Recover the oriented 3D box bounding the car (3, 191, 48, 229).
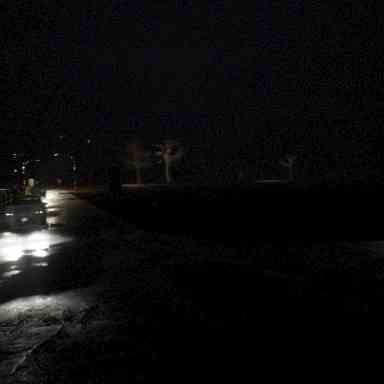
[{"bbox_3d":[-8.879,0.965,17.889,2.128,1.511,4.902,-4,3,-24],"label":"car"}]

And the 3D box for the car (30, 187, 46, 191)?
[{"bbox_3d":[-20.796,0.060,45.045,2.128,1.511,4.902,-4,3,-24],"label":"car"}]
